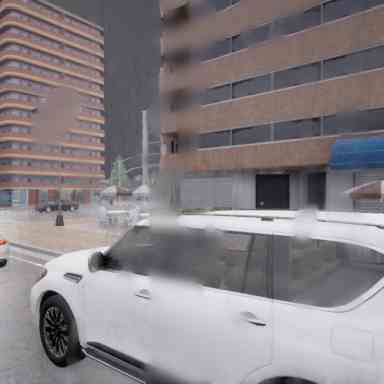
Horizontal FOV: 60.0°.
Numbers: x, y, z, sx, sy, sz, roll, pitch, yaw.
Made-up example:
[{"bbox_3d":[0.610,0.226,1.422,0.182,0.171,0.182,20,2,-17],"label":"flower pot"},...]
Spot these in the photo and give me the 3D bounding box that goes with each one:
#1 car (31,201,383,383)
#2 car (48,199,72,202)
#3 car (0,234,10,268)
[{"bbox_3d":[0.269,1.221,3.999,5.566,2.045,2.150,0,0,39],"label":"car"},{"bbox_3d":[-15.467,1.560,38.181,1.837,1.490,4.892,0,0,40],"label":"car"},{"bbox_3d":[-7.210,1.526,10.162,4.674,1.442,1.812,0,0,40],"label":"car"}]
